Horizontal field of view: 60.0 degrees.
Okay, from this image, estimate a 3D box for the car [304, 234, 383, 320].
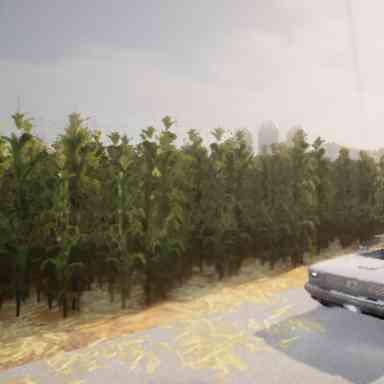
[{"bbox_3d":[4.356,1.534,6.621,4.718,1.301,1.895,-1,0,-36],"label":"car"}]
